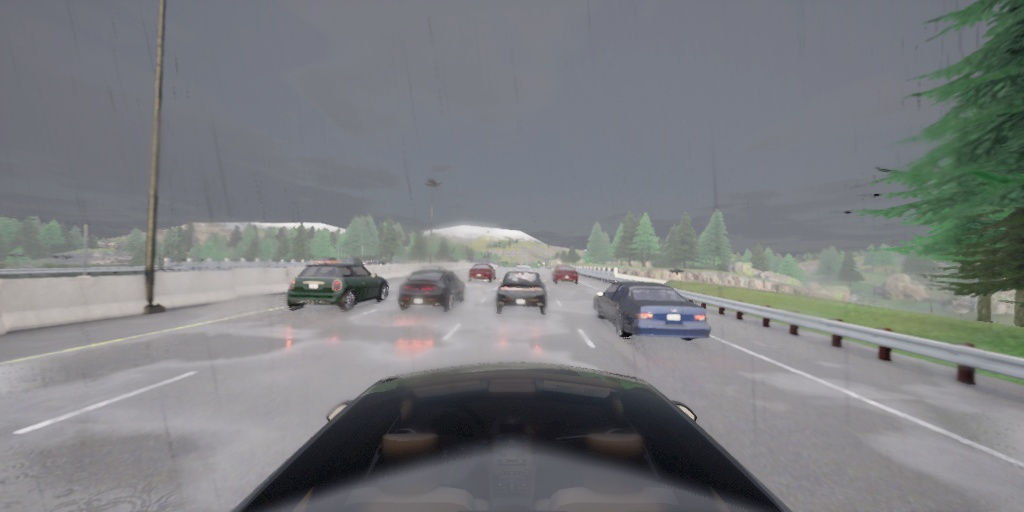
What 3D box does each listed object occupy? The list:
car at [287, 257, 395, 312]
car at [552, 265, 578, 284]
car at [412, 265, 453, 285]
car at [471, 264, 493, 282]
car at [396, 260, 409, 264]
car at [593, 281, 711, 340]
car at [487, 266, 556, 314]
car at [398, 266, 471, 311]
[{"bbox_3d":[-6.604,1.053,14.201,2.097,1.767,4.553,1,0,2],"label":"car"},{"bbox_3d":[4.496,1.553,30.870,1.882,1.535,5.008,1,0,2],"label":"car"},{"bbox_3d":[-6.121,1.420,28.193,1.895,1.301,4.718,1,0,2],"label":"car"},{"bbox_3d":[-2.499,1.400,31.106,1.882,1.535,5.008,1,0,2],"label":"car"},{"bbox_3d":[-15.973,1.274,50.461,2.128,1.511,4.902,1,-1,2],"label":"car"},{"bbox_3d":[3.747,1.450,10.585,2.033,1.411,5.357,1,0,3],"label":"car"},{"bbox_3d":[0.408,1.350,14.452,2.128,1.511,4.902,1,0,2],"label":"car"},{"bbox_3d":[-3.087,1.289,14.640,1.837,1.490,4.892,1,0,2],"label":"car"}]
